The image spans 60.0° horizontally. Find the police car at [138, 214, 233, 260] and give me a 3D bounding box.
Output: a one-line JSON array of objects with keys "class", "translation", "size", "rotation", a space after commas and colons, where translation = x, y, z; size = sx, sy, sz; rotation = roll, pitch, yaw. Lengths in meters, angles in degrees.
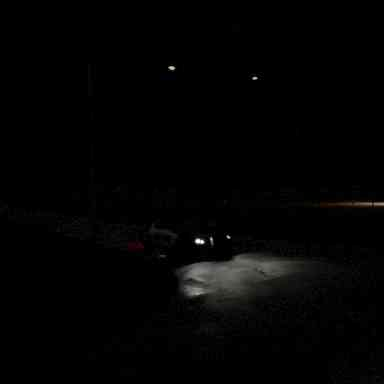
[{"class": "police car", "translation": [-0.354, 1.774, 14.055], "size": [2.038, 1.542, 4.974], "rotation": [-2, 0, -36]}]
